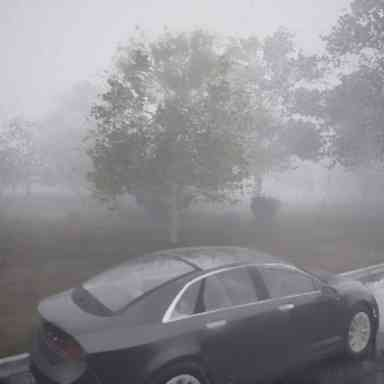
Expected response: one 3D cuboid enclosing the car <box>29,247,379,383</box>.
[{"bbox_3d":[0.545,1.491,4.446,4.892,1.521,2.231,0,0,-33],"label":"car"}]
